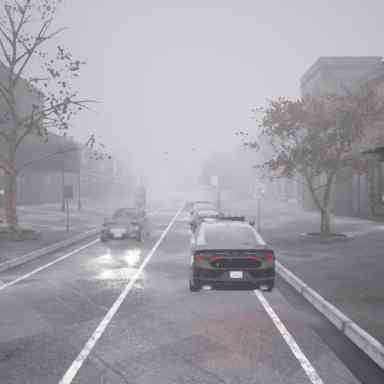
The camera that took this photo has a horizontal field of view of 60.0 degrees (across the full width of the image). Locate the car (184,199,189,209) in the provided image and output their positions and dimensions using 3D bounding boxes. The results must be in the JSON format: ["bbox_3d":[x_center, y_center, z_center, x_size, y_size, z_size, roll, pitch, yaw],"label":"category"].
[{"bbox_3d":[-0.070,1.721,47.752,1.812,1.442,4.674,0,0,0],"label":"car"}]

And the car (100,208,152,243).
[{"bbox_3d":[-3.132,1.559,16.470,2.128,1.511,4.902,0,0,0],"label":"car"}]

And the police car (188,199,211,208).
[{"bbox_3d":[0.850,1.531,25.232,1.930,1.638,5.238,0,0,0],"label":"police car"}]

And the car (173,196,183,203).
[{"bbox_3d":[-3.148,1.671,75.841,2.033,1.411,5.357,0,0,0],"label":"car"}]

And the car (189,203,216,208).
[{"bbox_3d":[0.863,1.605,19.122,1.812,1.442,4.674,0,0,0],"label":"car"}]

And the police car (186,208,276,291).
[{"bbox_3d":[0.882,1.460,9.232,1.930,1.638,5.238,0,0,0],"label":"police car"}]
